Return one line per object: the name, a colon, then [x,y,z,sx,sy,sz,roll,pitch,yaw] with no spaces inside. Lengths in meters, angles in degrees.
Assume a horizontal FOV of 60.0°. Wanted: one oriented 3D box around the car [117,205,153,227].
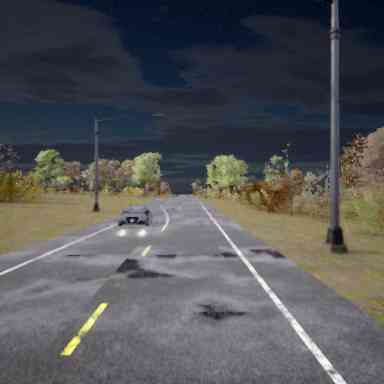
car: [-3.745,1.572,22.580,1.994,1.385,4.181,0,0,-2]
